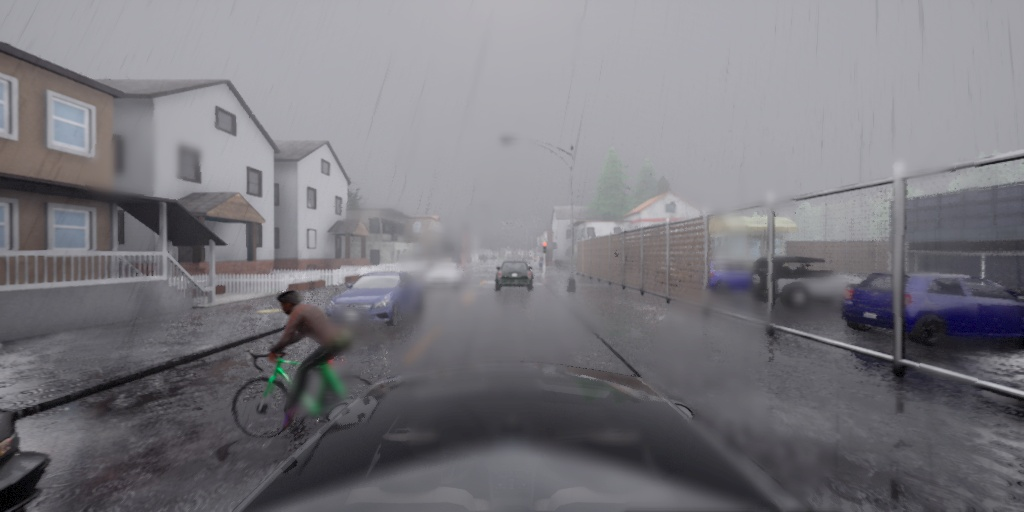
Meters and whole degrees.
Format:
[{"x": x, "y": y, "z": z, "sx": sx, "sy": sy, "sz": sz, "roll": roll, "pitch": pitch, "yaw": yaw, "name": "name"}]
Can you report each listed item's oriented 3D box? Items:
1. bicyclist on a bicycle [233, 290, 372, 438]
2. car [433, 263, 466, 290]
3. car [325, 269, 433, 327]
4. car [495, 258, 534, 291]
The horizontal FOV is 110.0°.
[{"x": -2.254, "y": 1.192, "z": 3.924, "sx": 1.656, "sy": 1.620, "sz": 0.582, "roll": -2, "pitch": 0, "yaw": 0, "name": "bicyclist on a bicycle"}, {"x": -3.952, "y": 1.180, "z": 21.926, "sx": 1.812, "sy": 1.442, "sz": 4.674, "roll": 0, "pitch": 0, "yaw": 0, "name": "car"}, {"x": -4.068, "y": 1.229, "z": 11.469, "sx": 1.812, "sy": 1.442, "sz": 4.674, "roll": 0, "pitch": 0, "yaw": 0, "name": "car"}, {"x": 0.139, "y": 1.010, "z": 21.013, "sx": 2.097, "sy": 1.767, "sz": 4.553, "roll": 0, "pitch": 0, "yaw": 0, "name": "car"}]
